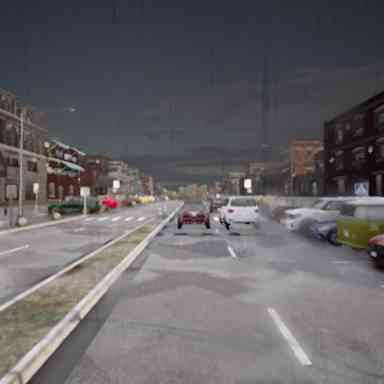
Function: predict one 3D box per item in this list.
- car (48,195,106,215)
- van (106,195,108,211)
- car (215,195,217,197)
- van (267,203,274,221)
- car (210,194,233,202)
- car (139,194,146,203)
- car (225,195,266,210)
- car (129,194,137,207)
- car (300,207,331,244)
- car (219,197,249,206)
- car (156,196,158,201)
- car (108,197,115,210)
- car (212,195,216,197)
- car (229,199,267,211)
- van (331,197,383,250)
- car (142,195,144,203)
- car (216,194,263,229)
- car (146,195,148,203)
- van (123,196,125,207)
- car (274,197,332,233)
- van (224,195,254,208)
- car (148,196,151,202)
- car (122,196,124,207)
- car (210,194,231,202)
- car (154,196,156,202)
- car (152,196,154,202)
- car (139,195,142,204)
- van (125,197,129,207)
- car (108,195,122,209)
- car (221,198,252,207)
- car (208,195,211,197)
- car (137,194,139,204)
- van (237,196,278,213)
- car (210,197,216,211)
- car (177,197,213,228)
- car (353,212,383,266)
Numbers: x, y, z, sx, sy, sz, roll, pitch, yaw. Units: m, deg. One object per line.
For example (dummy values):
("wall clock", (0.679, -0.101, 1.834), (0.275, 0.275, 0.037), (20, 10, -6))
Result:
("car", (-12.965, 1.442, 36.885), (5.566, 2.045, 2.435), (0, 0, 0))
("van", (-12.805, 1.487, 39.661), (4.442, 1.987, 1.878), (0, 0, 0))
("car", (7.617, 1.687, 67.339), (4.553, 1.767, 2.185), (0, 0, 0))
("van", (7.526, 1.347, 23.211), (4.442, 1.987, 1.878), (0, -1, 0))
("car", (7.622, 1.639, 86.630), (5.566, 2.045, 2.435), (0, -1, 0))
("car", (-12.836, 1.812, 70.234), (4.892, 1.521, 2.231), (0, 0, 0))
("car", (7.617, 1.507, 48.031), (5.566, 2.045, 2.435), (0, 0, 0))
("car", (-12.828, 1.540, 56.457), (5.566, 2.045, 2.435), (0, 0, 0))
("car", (7.644, 1.550, 14.939), (4.674, 1.452, 2.002), (0, 0, 0))
("car", (7.833, 1.802, 61.822), (5.366, 1.575, 1.946), (0, 0, 0))
("car", (-12.762, 1.668, 89.678), (5.566, 2.045, 2.435), (0, -1, 0))
("car", (-12.881, 1.761, 42.567), (4.792, 1.488, 2.163), (0, 0, 0))
("car", (7.620, 1.564, 70.096), (5.566, 2.045, 2.435), (0, 0, 0))
("car", (7.616, 1.774, 45.273), (4.792, 1.488, 2.163), (0, 0, 0))
("van", (7.757, 1.270, 12.063), (4.442, 1.987, 1.878), (0, 0, 0))
("car", (-12.865, 1.838, 67.455), (4.792, 1.488, 2.163), (0, 0, 0))
("car", (3.118, 1.313, 22.513), (2.150, 2.045, 5.566), (0, 0, 0))
("car", (-12.829, 1.812, 73.138), (5.008, 1.535, 2.097), (0, 0, 0))
("van", (-12.993, 1.547, 50.904), (4.442, 1.987, 1.878), (0, 0, 0))
("car", (7.613, 1.276, 17.700), (5.566, 2.045, 2.435), (0, 0, 0))
("van", (7.529, 1.556, 53.548), (4.442, 1.987, 1.878), (0, 0, 0))
("car", (-12.998, 1.820, 78.695), (5.366, 1.575, 1.946), (0, 0, 0))
("car", (-12.877, 1.762, 48.121), (4.892, 1.521, 2.231), (0, 0, 0))
("car", (7.622, 1.674, 89.387), (5.566, 2.045, 2.435), (0, -1, 0))
("car", (-12.982, 1.881, 86.897), (5.366, 1.575, 1.946), (0, -1, 0))
("car", (-12.799, 1.896, 84.123), (4.674, 1.452, 2.002), (0, 0, 0))
("car", (-12.836, 1.806, 64.675), (5.008, 1.535, 2.097), (0, 0, 0))
("van", (-12.982, 1.557, 53.558), (4.442, 1.987, 1.878), (0, 0, 0))
("car", (-12.925, 1.495, 45.222), (5.566, 2.045, 2.435), (0, 0, 0))
("car", (7.832, 1.796, 59.062), (5.366, 1.575, 1.946), (0, 0, 0))
("car", (7.621, 1.614, 83.877), (5.566, 2.045, 2.435), (0, 0, 0))
("car", (-12.878, 1.677, 61.897), (4.553, 1.767, 2.185), (0, 0, 0))
("van", (7.761, 1.486, 39.755), (4.442, 1.987, 1.878), (0, 0, 0))
("car", (3.104, 1.748, 41.523), (1.837, 1.490, 4.892), (0, 0, 0))
("car", (0.100, 1.444, 23.024), (2.097, 1.767, 4.553), (0, -1, 0))
("car", (7.646, 1.486, 9.427), (5.008, 1.535, 2.097), (0, 0, 0))
